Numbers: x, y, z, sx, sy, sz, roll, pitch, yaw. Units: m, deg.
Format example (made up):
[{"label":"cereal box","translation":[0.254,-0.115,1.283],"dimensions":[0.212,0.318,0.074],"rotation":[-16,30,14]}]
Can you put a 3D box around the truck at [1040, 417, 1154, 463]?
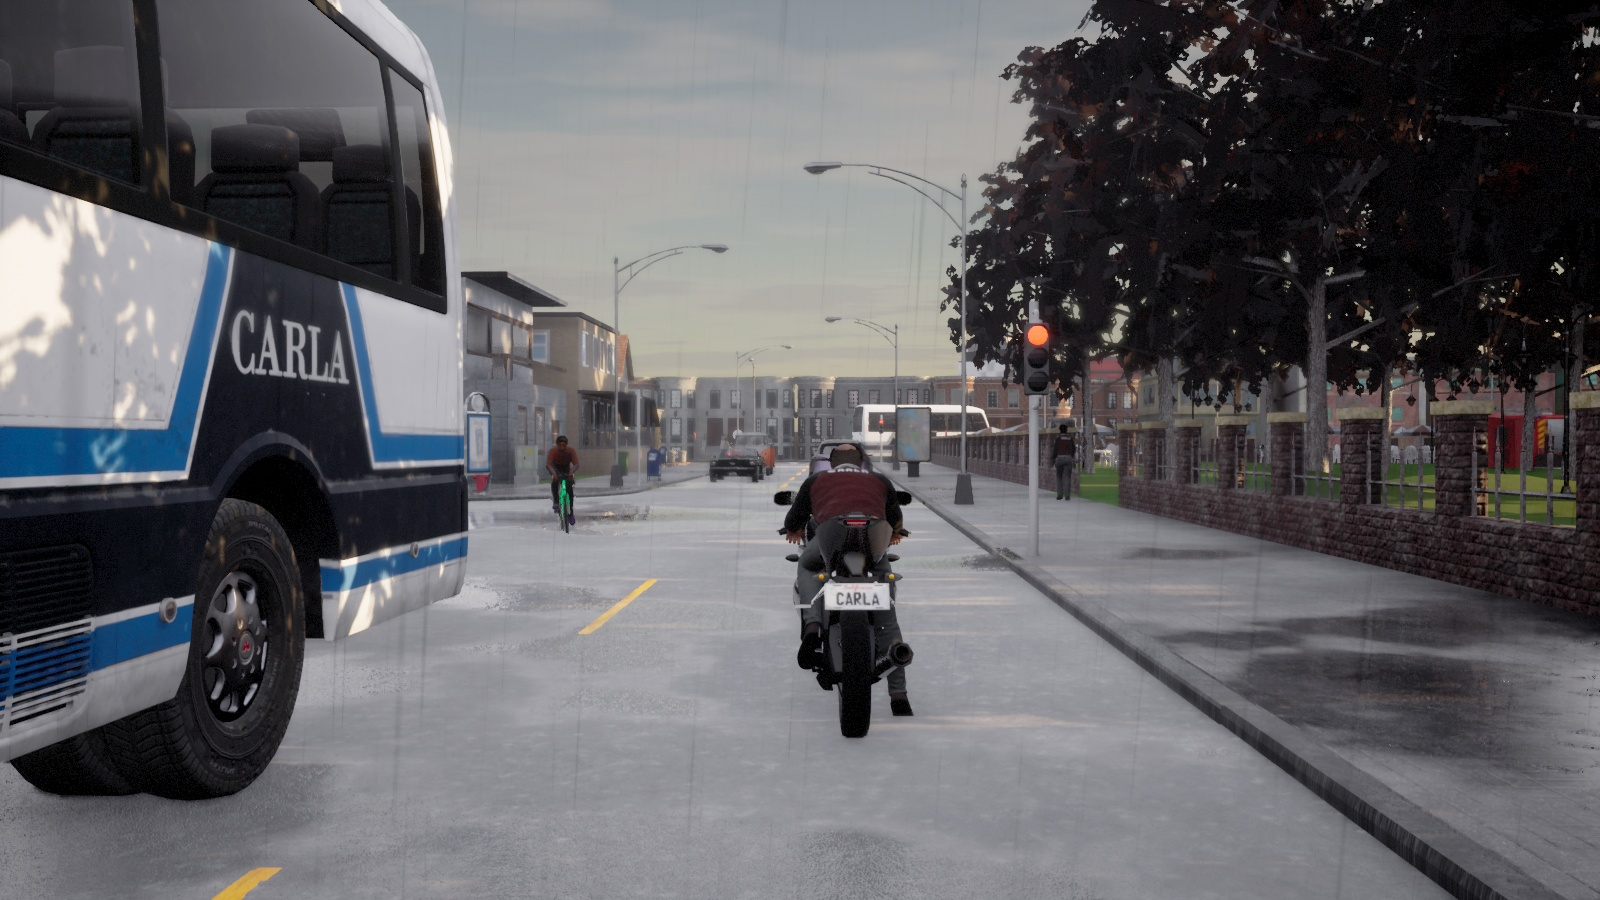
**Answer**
[{"label":"truck","translation":[22.212,-0.750,94.248],"dimensions":[7.936,3.462,2.891],"rotation":[0,0,2]}]

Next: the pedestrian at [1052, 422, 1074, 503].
[{"label":"pedestrian","translation":[6.327,0.291,30.189],"dimensions":[0.402,1.930,0.666],"rotation":[0,0,2]}]

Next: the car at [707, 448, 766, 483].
[{"label":"car","translation":[-2.426,0.568,49.116],"dimensions":[1.895,1.301,4.718],"rotation":[0,0,2]}]

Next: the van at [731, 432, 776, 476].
[{"label":"van","translation":[-2.134,0.169,58.141],"dimensions":[1.775,1.987,4.442],"rotation":[0,0,2]}]

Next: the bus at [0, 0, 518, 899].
[{"label":"bus","translation":[-3.933,-0.649,2.774],"dimensions":[3.944,4.253,10.273],"rotation":[0,0,2]}]

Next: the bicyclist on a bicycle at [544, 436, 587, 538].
[{"label":"bicyclist on a bicycle","translation":[-3.911,0.578,20.860],"dimensions":[0.582,1.620,1.656],"rotation":[-2,1,-13]}]

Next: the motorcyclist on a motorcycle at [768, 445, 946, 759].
[{"label":"motorcyclist on a motorcycle","translation":[0.271,0.741,7.237],"dimensions":[0.866,1.530,2.191],"rotation":[0,0,0]}]

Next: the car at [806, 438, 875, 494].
[{"label":"car","translation":[1.289,0.455,39.453],"dimensions":[2.033,1.649,4.856],"rotation":[0,0,2]}]

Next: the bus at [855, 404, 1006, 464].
[{"label":"bus","translation":[9.446,-1.140,91.628],"dimensions":[10.273,4.253,3.944],"rotation":[0,0,-12]}]
